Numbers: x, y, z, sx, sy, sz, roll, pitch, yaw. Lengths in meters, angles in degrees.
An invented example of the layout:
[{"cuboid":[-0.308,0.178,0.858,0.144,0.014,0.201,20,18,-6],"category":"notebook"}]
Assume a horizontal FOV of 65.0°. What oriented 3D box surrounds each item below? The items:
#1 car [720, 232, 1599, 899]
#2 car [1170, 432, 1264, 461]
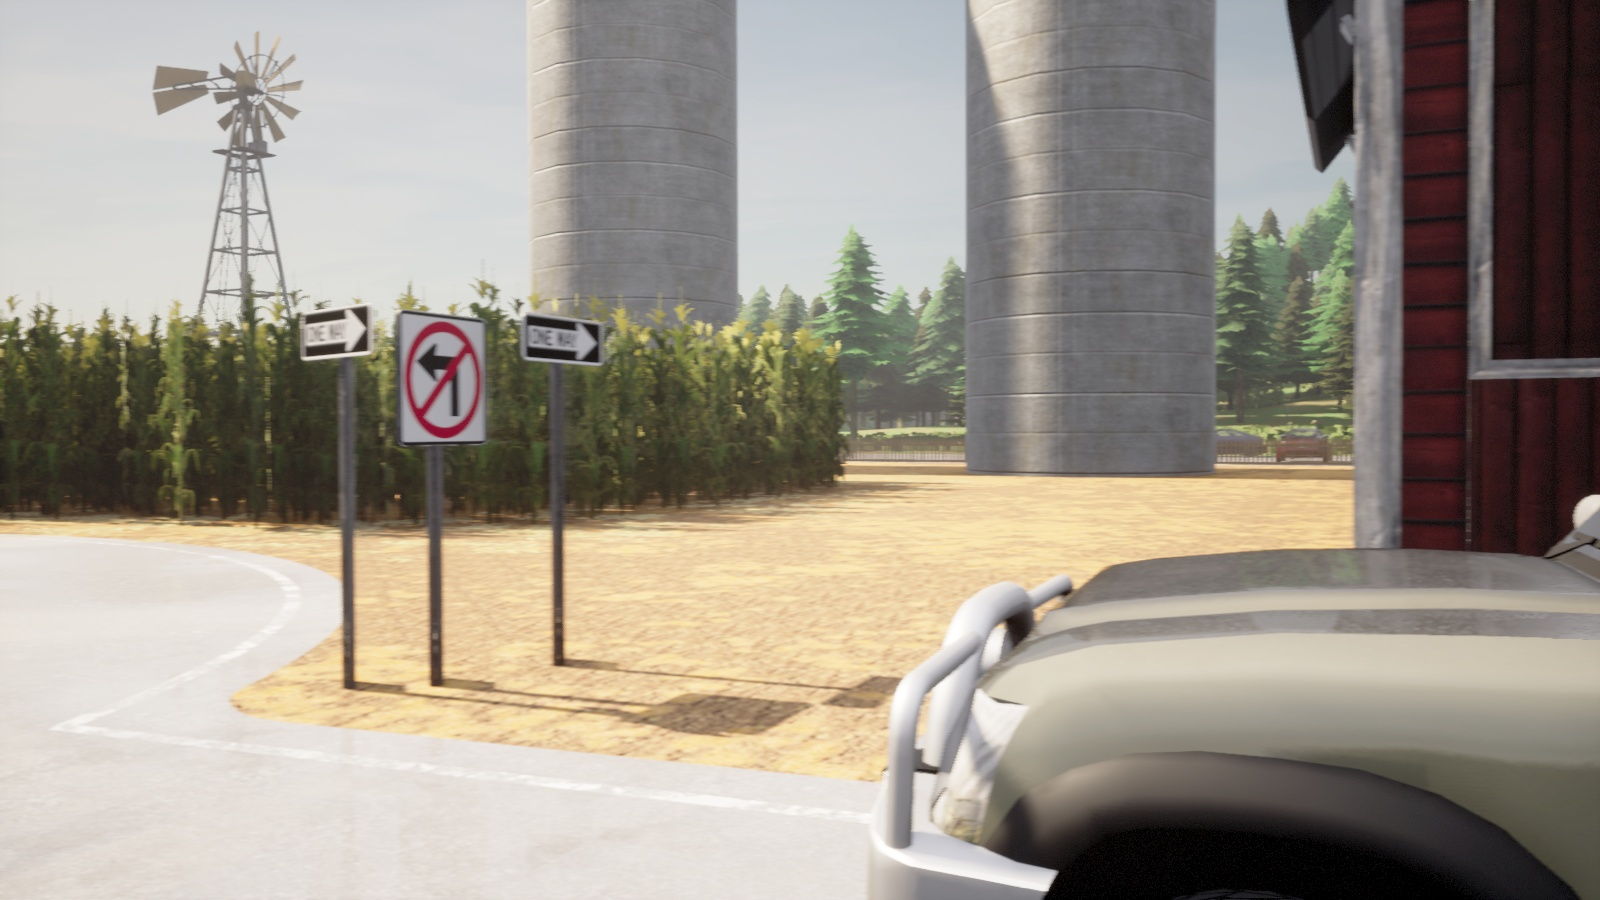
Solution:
[{"cuboid":[2.350,0.612,2.372,4.605,1.855,1.932,1,1,21],"category":"car"},{"cuboid":[20.553,-0.196,61.859,4.181,1.385,1.994,1,1,25],"category":"car"}]
